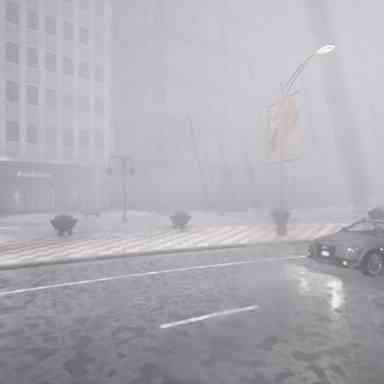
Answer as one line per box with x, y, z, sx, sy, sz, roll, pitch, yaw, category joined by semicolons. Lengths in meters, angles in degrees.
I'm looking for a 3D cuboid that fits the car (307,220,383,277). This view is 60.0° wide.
5.667;1.564;10.141;4.181;1.385;1.994;0;0;-20;car
